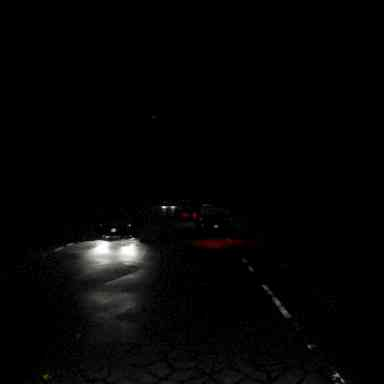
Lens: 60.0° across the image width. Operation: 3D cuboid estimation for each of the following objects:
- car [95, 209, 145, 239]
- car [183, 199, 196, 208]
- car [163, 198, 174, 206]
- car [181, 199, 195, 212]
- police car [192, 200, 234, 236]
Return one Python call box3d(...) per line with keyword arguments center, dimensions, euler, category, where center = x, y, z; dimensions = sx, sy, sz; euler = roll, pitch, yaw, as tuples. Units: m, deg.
box3d(center=(-3.661, 1.601, 17.557), dimensions=(1.994, 1.385, 4.181), euler=(0, 0, 0), category="car")
box3d(center=(-0.483, 1.781, 53.277), dimensions=(1.994, 1.385, 4.181), euler=(0, 0, -1), category="car")
box3d(center=(-4.163, 1.795, 59.507), dimensions=(1.812, 1.442, 4.674), euler=(0, 0, -1), category="car")
box3d(center=(-0.257, 1.626, 40.710), dimensions=(2.128, 1.511, 4.902), euler=(0, 0, 0), category="car")
box3d(center=(1.161, 1.465, 18.815), dimensions=(1.930, 1.638, 5.238), euler=(0, 0, 0), category="police car")
